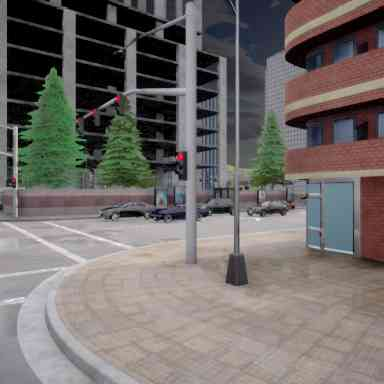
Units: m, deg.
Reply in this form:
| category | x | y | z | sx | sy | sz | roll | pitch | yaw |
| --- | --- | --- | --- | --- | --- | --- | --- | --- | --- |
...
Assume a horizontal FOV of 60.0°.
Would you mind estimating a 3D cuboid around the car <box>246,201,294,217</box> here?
| category | x | y | z | sx | sy | sz | roll | pitch | yaw |
| --- | --- | --- | --- | --- | --- | --- | --- | --- | --- |
| car | 7.364 | 1.581 | 32.248 | 4.674 | 1.442 | 1.812 | 0 | 0 | -35 |

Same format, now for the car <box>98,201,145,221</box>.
| category | x | y | z | sx | sy | sz | roll | pitch | yaw |
| --- | --- | --- | --- | --- | --- | --- | --- | --- | --- |
| car | -5.283 | 1.547 | 27.608 | 4.902 | 1.511 | 2.128 | 0 | 0 | -35 |

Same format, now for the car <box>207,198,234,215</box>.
| category | x | y | z | sx | sy | sz | roll | pitch | yaw |
| --- | --- | --- | --- | --- | --- | --- | --- | --- | --- |
| car | 2.207 | 1.407 | 32.896 | 4.553 | 1.767 | 2.097 | 0 | 0 | -35 |

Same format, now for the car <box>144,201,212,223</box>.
| category | x | y | z | sx | sy | sz | roll | pitch | yaw |
| --- | --- | --- | --- | --- | --- | --- | --- | --- | --- |
| car | -1.021 | 1.656 | 26.332 | 4.718 | 1.301 | 1.895 | 0 | 0 | -35 |
